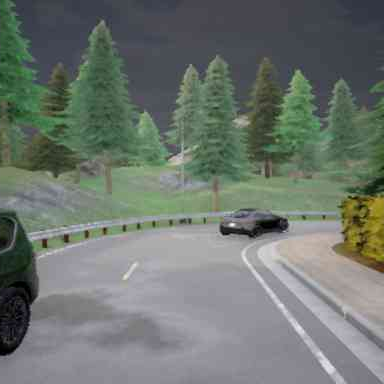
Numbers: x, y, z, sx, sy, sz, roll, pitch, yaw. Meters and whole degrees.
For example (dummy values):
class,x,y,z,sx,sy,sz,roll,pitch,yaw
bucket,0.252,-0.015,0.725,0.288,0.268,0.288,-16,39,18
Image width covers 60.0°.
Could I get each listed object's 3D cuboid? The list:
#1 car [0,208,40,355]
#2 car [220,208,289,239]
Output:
class,x,y,z,sx,sy,sz,roll,pitch,yaw
car,-3.558,1.223,3.154,2.150,2.045,5.566,0,0,1
car,3.342,1.544,17.424,1.994,1.385,4.181,0,0,44
